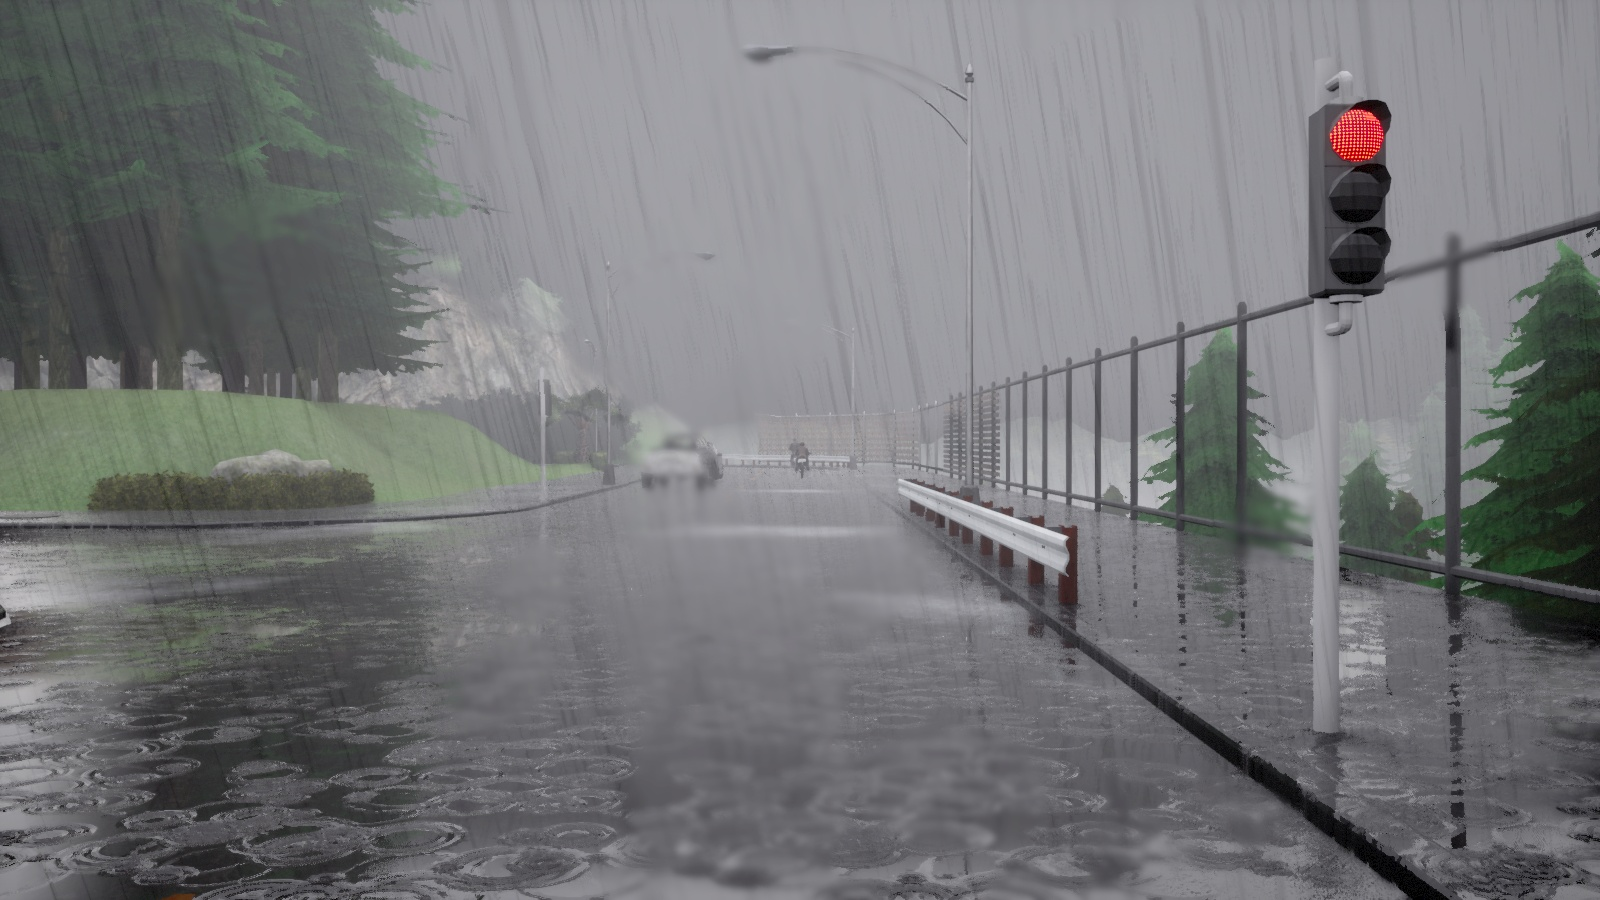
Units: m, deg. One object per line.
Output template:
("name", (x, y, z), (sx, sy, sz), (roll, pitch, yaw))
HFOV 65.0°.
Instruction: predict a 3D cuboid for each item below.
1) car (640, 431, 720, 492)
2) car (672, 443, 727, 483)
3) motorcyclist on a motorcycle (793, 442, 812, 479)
("car", (-3.834, 0.330, 40.803), (1.932, 1.855, 4.605), (0, 0, 3))
("car", (-3.912, 0.478, 49.425), (1.845, 1.501, 3.633), (0, 0, 0))
("motorcyclist on a motorcycle", (0.095, 0.430, 52.976), (0.797, 1.523, 2.044), (0, 0, 0))
